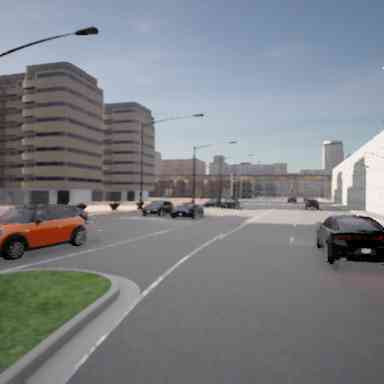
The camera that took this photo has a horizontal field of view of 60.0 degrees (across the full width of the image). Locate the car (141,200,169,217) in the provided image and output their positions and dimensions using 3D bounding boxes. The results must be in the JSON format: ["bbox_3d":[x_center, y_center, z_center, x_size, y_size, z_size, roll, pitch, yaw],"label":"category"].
[{"bbox_3d":[-3.087,1.517,31.533,1.837,1.490,4.892,1,0,18],"label":"car"}]

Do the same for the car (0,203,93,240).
[{"bbox_3d":[-7.625,1.448,18.030,1.837,1.490,4.892,1,1,19],"label":"car"}]

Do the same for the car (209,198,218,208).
[{"bbox_3d":[3.495,1.659,51.337,2.033,1.411,5.357,1,0,19],"label":"car"}]

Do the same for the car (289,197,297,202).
[{"bbox_3d":[26.221,1.929,86.506,1.812,1.442,4.674,1,0,18],"label":"car"}]

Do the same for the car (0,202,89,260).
[{"bbox_3d":[-6.074,1.305,12.363,2.097,1.767,4.553,1,0,22],"label":"car"}]

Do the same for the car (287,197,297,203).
[{"bbox_3d":[23.341,1.861,77.781,1.837,1.490,4.892,1,0,18],"label":"car"}]

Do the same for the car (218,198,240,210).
[{"bbox_3d":[5.410,1.602,46.055,1.882,1.535,5.008,1,0,18],"label":"car"}]

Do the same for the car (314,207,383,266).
[{"bbox_3d":[5.661,1.555,11.995,1.882,1.535,5.008,0,0,15],"label":"car"}]

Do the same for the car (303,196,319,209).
[{"bbox_3d":[17.473,1.761,48.525,1.837,1.490,4.892,1,0,18],"label":"car"}]

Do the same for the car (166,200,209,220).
[{"bbox_3d":[-0.315,1.602,28.774,1.994,1.385,4.181,1,0,18],"label":"car"}]

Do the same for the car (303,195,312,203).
[{"bbox_3d":[29.565,1.794,85.467,2.097,1.767,4.553,1,0,18],"label":"car"}]
